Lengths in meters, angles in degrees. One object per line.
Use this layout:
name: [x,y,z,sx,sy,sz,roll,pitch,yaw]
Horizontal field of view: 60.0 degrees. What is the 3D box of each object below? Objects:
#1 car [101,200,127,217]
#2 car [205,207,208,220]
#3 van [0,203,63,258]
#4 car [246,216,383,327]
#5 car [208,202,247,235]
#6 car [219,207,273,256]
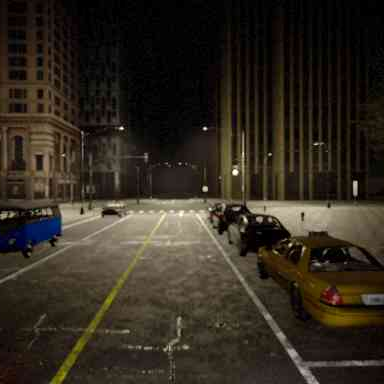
car: [-6.738,1.428,29.111,2.008,1.369,4.403,0,0,-2]
car: [1.977,1.413,23.770,2.008,1.369,4.403,0,0,-2]
van: [-6.154,1.308,12.198,1.690,1.788,3.998,0,0,-2]
car: [2.557,1.475,7.027,1.752,1.417,4.829,0,0,-2]
car: [2.172,1.332,18.132,1.967,1.590,4.097,0,0,-2]
car: [2.368,1.473,12.494,2.008,1.369,4.403,0,0,-2]
